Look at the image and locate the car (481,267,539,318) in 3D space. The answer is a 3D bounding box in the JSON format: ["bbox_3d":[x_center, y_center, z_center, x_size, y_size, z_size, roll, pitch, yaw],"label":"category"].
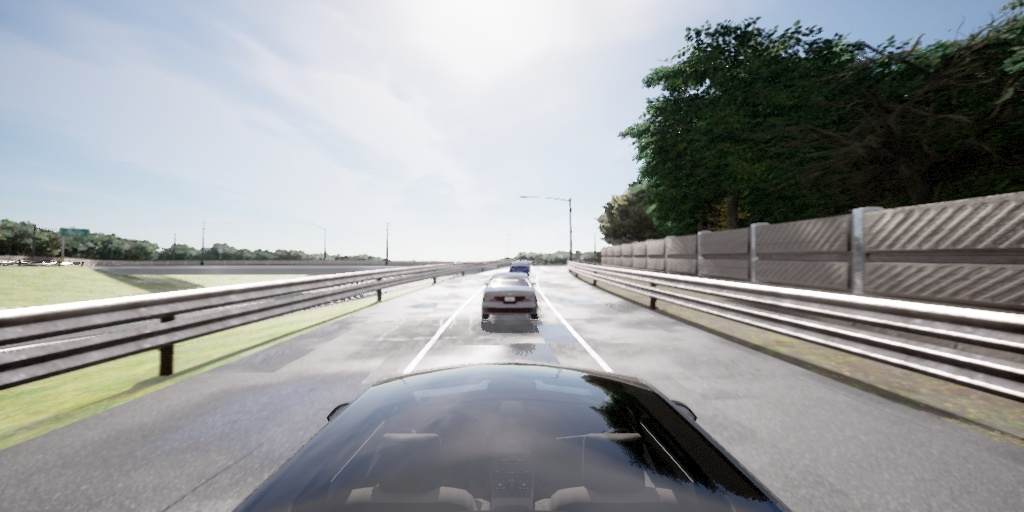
[{"bbox_3d":[-0.063,1.299,12.950,2.033,1.411,5.357,0,0,0],"label":"car"}]

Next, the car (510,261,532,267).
[{"bbox_3d":[0.875,1.221,35.397,1.882,1.535,5.008,0,0,5],"label":"car"}]
